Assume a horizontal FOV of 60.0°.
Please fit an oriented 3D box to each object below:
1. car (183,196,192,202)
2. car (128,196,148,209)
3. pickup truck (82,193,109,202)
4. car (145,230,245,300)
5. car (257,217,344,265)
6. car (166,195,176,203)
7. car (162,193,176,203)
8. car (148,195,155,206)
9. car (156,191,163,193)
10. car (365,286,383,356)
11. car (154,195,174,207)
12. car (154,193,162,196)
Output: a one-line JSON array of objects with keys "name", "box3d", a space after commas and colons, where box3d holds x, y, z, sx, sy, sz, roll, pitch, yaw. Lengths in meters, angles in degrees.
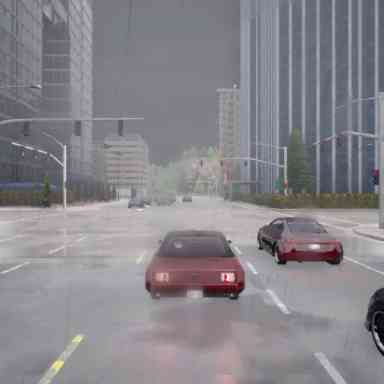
[{"name": "car", "box3d": [-1.100, 1.553, 77.694, 1.994, 1.385, 4.181, 0, 0, -1]}, {"name": "car", "box3d": [-7.747, 1.505, 46.695, 1.837, 1.490, 4.892, 0, 0, -1]}, {"name": "pickup truck", "box3d": [-21.165, 1.058, 73.415, 2.390, 2.098, 6.274, 0, 0, 30]}, {"name": "car", "box3d": [0.074, 1.601, 8.358, 1.895, 1.301, 4.718, 0, 0, 0]}, {"name": "car", "box3d": [3.582, 1.564, 11.715, 1.994, 1.385, 4.181, 0, 0, 0]}, {"name": "car", "box3d": [-4.529, 1.525, 72.509, 2.128, 1.511, 4.902, 0, 0, -1]}, {"name": "car", "box3d": [-4.441, 1.505, 62.211, 1.837, 1.490, 4.892, 0, 0, -1]}, {"name": "car", "box3d": [-7.876, 1.505, 56.068, 1.837, 1.490, 4.892, 0, 0, -1]}, {"name": "car", "box3d": [-8.177, 0.840, 82.949, 2.150, 2.045, 5.566, 0, 0, -1]}, {"name": "car", "box3d": [3.610, 1.564, 3.304, 1.994, 1.385, 4.181, 0, 0, -1]}, {"name": "car", "box3d": [-4.315, 1.564, 52.021, 1.994, 1.385, 4.181, 0, 0, -1]}, {"name": "car", "box3d": [-7.974, 1.491, 67.889, 2.128, 1.511, 4.902, 0, 0, -1]}]
